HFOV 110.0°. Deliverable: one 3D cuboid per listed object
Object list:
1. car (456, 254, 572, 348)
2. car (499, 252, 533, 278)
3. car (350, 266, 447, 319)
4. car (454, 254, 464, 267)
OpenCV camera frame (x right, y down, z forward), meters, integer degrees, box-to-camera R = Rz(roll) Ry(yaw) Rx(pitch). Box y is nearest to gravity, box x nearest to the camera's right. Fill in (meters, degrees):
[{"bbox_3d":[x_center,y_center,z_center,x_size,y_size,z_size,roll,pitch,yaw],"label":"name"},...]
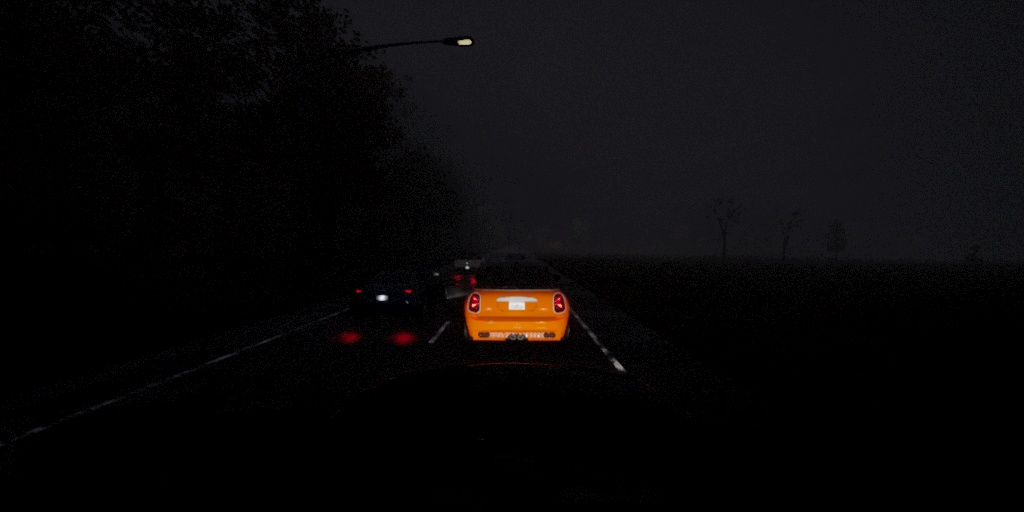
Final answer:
[{"bbox_3d":[0.126,0.867,8.698,2.097,1.767,4.553,0,2,1],"label":"car"},{"bbox_3d":[0.286,0.531,24.593,2.033,1.411,5.357,0,2,1],"label":"car"},{"bbox_3d":[-3.336,0.988,11.310,1.994,1.385,4.181,0,2,1],"label":"car"},{"bbox_3d":[-3.167,0.471,27.872,1.895,1.301,4.718,0,2,1],"label":"car"}]
